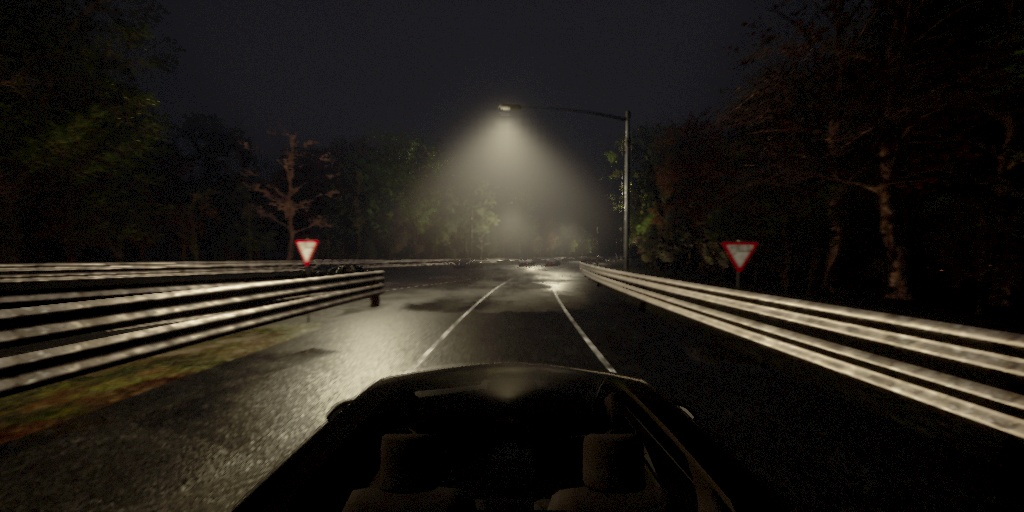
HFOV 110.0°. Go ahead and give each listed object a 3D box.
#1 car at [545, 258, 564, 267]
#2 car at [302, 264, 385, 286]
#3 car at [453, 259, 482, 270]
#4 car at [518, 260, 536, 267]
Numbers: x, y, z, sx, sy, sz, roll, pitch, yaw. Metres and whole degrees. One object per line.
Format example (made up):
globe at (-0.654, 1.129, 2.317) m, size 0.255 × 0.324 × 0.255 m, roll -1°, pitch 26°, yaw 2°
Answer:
car at (7.462, 1.289, 65.025) m, size 2.033 × 1.411 × 5.357 m, roll 1°, pitch 0°, yaw 20°
car at (-9.120, 1.183, 19.725) m, size 1.837 × 1.490 × 4.892 m, roll 1°, pitch 0°, yaw 20°
car at (-5.986, 1.168, 48.648) m, size 2.033 × 1.411 × 5.357 m, roll 1°, pitch 0°, yaw 20°
car at (2.733, 1.294, 62.282) m, size 1.895 × 1.301 × 4.718 m, roll 1°, pitch 0°, yaw 20°
